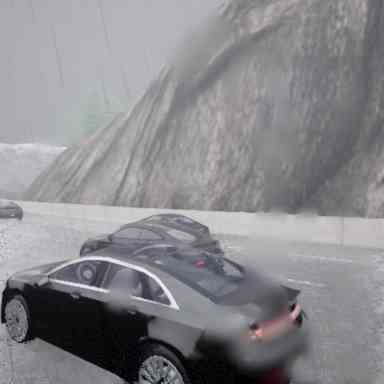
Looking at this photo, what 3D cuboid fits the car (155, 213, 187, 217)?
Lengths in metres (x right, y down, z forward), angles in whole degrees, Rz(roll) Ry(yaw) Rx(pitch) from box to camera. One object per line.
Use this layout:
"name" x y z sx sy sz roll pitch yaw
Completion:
"car" -1.221 1.588 13.918 4.181 1.385 1.994 0 0 39

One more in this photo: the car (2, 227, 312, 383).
"car" -0.875 1.500 4.765 4.902 1.511 2.128 0 0 37

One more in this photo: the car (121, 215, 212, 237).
"car" -1.256 1.542 9.469 4.674 1.442 1.812 0 0 38

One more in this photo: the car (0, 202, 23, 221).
"car" -15.077 1.522 26.511 2.128 1.511 4.902 0 0 -45
